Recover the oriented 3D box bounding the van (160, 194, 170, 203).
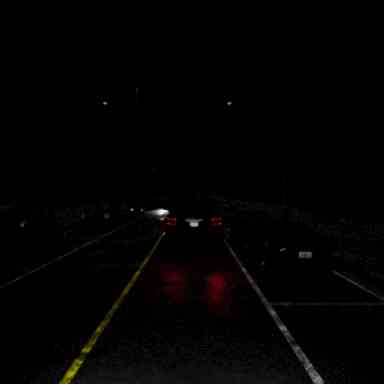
[{"bbox_3d":[-5.777,1.378,71.862,1.690,1.788,3.998,0,0,0],"label":"van"}]

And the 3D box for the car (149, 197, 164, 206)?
[{"bbox_3d":[-5.774,1.571,55.034,2.008,1.369,4.403,0,0,0],"label":"car"}]

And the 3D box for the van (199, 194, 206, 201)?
[{"bbox_3d":[2.744,1.397,88.703,1.690,1.788,3.998,0,0,0],"label":"van"}]

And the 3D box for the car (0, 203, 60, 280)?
[{"bbox_3d":[-5.763,1.315,10.157,2.192,1.841,5.009,0,0,0],"label":"car"}]

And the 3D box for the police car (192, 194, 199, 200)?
[{"bbox_3d":[0.880,1.488,94.156,1.930,1.638,5.238,0,0,0],"label":"police car"}]

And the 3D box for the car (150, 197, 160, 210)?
[{"bbox_3d":[-5.771,1.578,43.815,1.947,1.339,4.313,0,0,0],"label":"car"}]

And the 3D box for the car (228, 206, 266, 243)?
[{"bbox_3d":[2.760,1.567,15.785,1.947,1.339,4.313,0,0,0],"label":"car"}]

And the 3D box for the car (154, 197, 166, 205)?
[{"bbox_3d":[-5.775,1.607,60.643,1.802,1.307,4.206,0,0,0],"label":"car"}]

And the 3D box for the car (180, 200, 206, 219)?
[{"bbox_3d":[0.079,1.497,30.268,2.128,1.511,4.902,0,0,0],"label":"car"}]

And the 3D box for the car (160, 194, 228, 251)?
[{"bbox_3d":[0.085,1.221,14.189,2.150,2.045,5.566,0,0,0],"label":"car"}]

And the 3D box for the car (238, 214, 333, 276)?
[{"bbox_3d":[2.761,1.566,10.176,1.947,1.339,4.313,0,0,0],"label":"car"}]

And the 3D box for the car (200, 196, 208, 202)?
[{"bbox_3d":[2.746,1.569,77.655,1.752,1.417,4.829,0,0,0],"label":"car"}]

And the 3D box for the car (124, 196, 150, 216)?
[{"bbox_3d":[-5.768,1.322,32.596,2.192,1.841,5.009,0,0,0],"label":"car"}]

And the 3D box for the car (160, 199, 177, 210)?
[{"bbox_3d":[-3.102,1.613,44.827,1.895,1.301,4.718,0,0,0],"label":"car"}]

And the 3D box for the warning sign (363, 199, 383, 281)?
[{"bbox_3d":[5.064,1.116,8.048,1.300,1.860,1.060,0,0,0],"label":"warning sign"}]

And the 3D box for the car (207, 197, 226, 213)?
[{"bbox_3d":[2.755,1.449,38.221,1.967,1.590,4.097,0,0,0],"label":"car"}]

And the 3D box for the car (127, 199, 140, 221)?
[{"bbox_3d":[-5.767,1.555,26.986,2.008,1.369,4.403,0,0,0],"label":"car"}]

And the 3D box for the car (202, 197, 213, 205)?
[{"bbox_3d":[2.750,1.608,60.658,1.802,1.307,4.206,0,0,0],"label":"car"}]

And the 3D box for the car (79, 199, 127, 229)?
[{"bbox_3d":[-5.766,1.443,21.377,1.967,1.590,4.097,0,0,0],"label":"car"}]

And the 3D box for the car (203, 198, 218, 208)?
[{"bbox_3d":[2.753,1.582,49.439,1.947,1.339,4.313,0,0,0],"label":"car"}]

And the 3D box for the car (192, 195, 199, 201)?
[{"bbox_3d":[0.881,1.581,88.046,1.812,1.442,4.674,0,0,0],"label":"car"}]

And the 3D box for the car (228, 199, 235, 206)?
[{"bbox_3d":[2.758,1.549,27.003,1.887,1.381,4.507,0,0,0],"label":"car"}]
